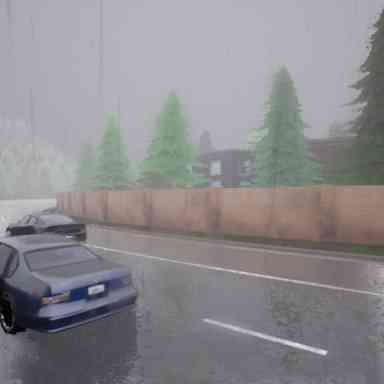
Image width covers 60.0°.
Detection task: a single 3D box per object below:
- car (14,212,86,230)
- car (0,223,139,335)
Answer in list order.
[{"bbox_3d":[-6.478,1.626,14.582,5.008,1.535,1.882,-1,0,45],"label":"car"},{"bbox_3d":[-3.416,1.620,6.905,5.357,1.411,2.033,-1,-1,41],"label":"car"}]
